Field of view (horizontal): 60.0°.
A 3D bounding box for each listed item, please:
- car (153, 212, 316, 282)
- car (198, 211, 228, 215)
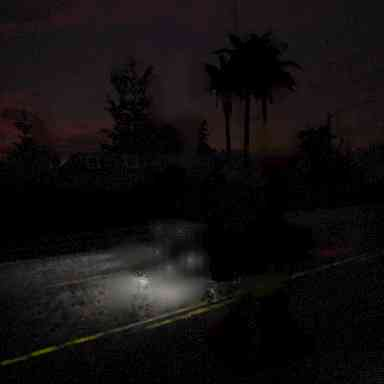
[{"bbox_3d":[1.524,1.458,9.796,5.357,1.411,2.033,-1,0,-39],"label":"car"},{"bbox_3d":[0.828,1.498,13.731,4.718,1.301,1.895,-1,0,-39],"label":"car"}]
